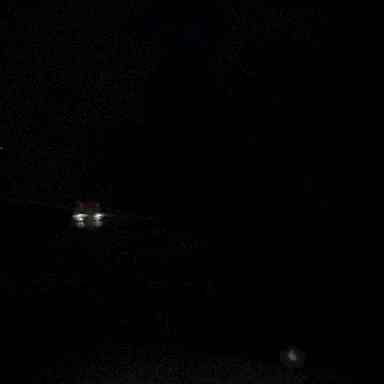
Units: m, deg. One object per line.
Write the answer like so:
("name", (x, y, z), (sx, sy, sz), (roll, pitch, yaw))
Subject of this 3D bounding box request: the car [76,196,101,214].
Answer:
("car", (-10.907, 1.268, 34.822), (2.097, 1.767, 4.553), (0, 0, -25))

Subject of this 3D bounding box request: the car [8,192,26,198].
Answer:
("car", (-35.321, 0.644, 67.154), (4.553, 1.767, 2.097), (1, 0, 39))
